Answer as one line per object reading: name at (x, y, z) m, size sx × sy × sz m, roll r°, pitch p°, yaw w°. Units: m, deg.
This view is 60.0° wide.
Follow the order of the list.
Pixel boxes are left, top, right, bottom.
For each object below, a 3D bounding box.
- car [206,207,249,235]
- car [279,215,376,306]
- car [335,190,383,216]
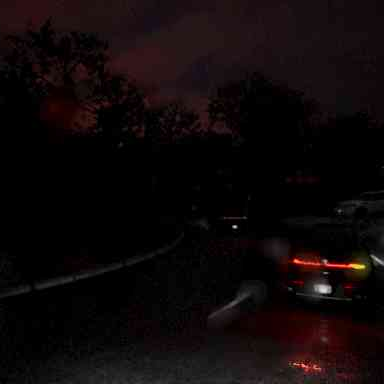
car at (2.016, 1.610, 19.748) m, size 2.128 × 1.511 × 4.902 m, roll 0°, pitch -1°, yaw -5°
car at (3.391, 1.541, 8.324) m, size 1.837 × 1.490 × 4.892 m, roll 0°, pitch 0°, yaw 24°
car at (14.003, 0.942, 25.874) m, size 5.566 × 2.045 × 2.150 m, roll -3°, pitch 0°, yaw -9°
